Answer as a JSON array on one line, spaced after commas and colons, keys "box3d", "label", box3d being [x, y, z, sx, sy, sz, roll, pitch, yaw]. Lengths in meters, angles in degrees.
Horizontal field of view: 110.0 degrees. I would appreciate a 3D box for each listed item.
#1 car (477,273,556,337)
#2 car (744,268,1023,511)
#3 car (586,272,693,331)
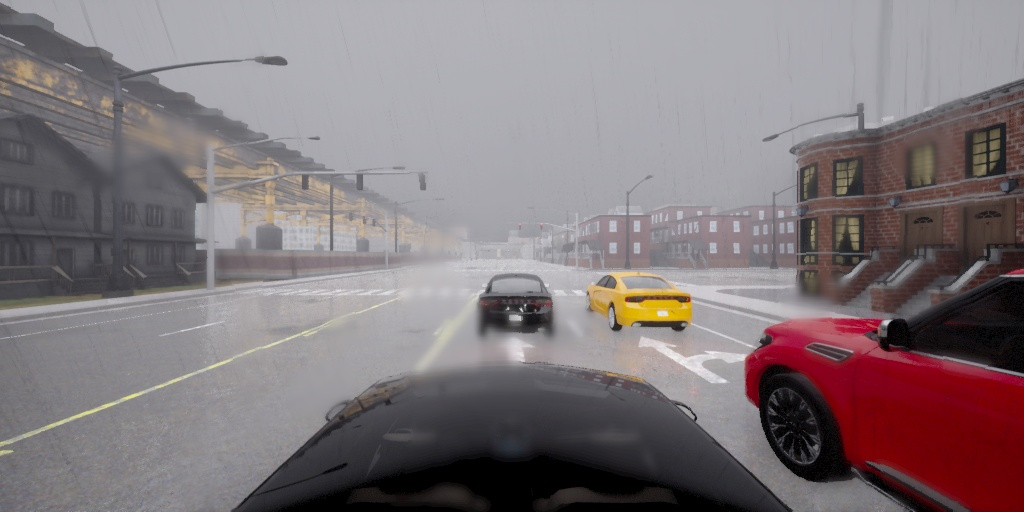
[{"box3d": [0.107, 1.228, 10.353, 1.882, 1.535, 5.008, 0, 0, 0], "label": "car"}, {"box3d": [3.598, 0.971, 1.530, 2.150, 2.045, 5.566, 0, 0, 0], "label": "car"}, {"box3d": [3.609, 1.228, 11.055, 1.882, 1.535, 5.008, 0, 0, 0], "label": "car"}]
